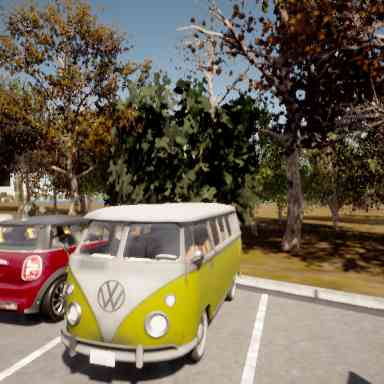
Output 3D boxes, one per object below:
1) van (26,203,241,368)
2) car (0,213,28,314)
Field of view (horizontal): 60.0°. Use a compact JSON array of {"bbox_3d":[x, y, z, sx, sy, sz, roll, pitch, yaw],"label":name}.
[{"bbox_3d":[-0.314,1.202,5.622,1.878,1.987,4.442,1,-1,16],"label":"van"},{"bbox_3d":[-2.689,1.303,7.446,2.185,1.767,4.553,0,-1,17],"label":"car"}]
